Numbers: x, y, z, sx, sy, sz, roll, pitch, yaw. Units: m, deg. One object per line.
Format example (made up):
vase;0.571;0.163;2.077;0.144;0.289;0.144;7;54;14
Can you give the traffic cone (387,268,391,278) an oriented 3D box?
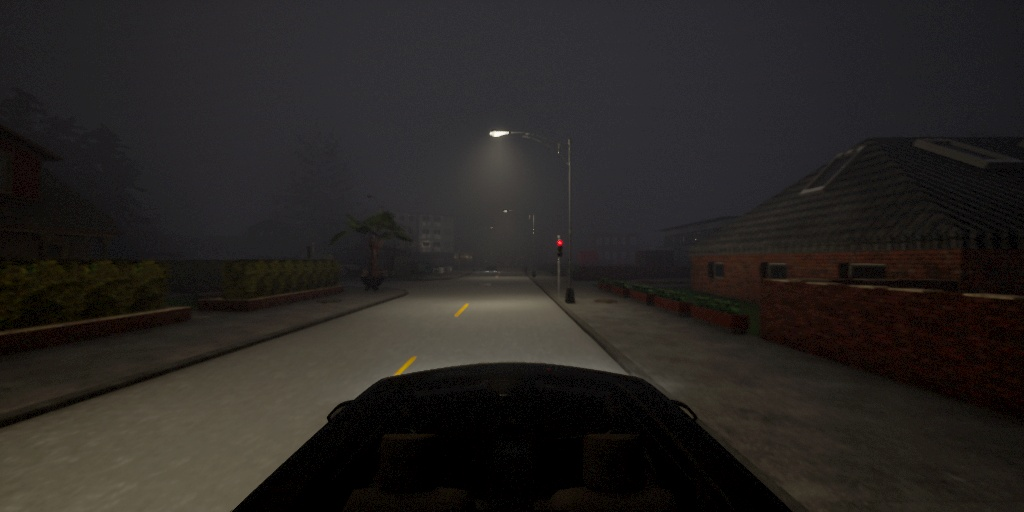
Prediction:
traffic cone;-15.401;2.111;44.117;0.344;0.586;0.344;0;0;0

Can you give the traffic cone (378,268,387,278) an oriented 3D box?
traffic cone;-15.762;2.107;43.547;0.344;0.586;0.344;0;0;0
